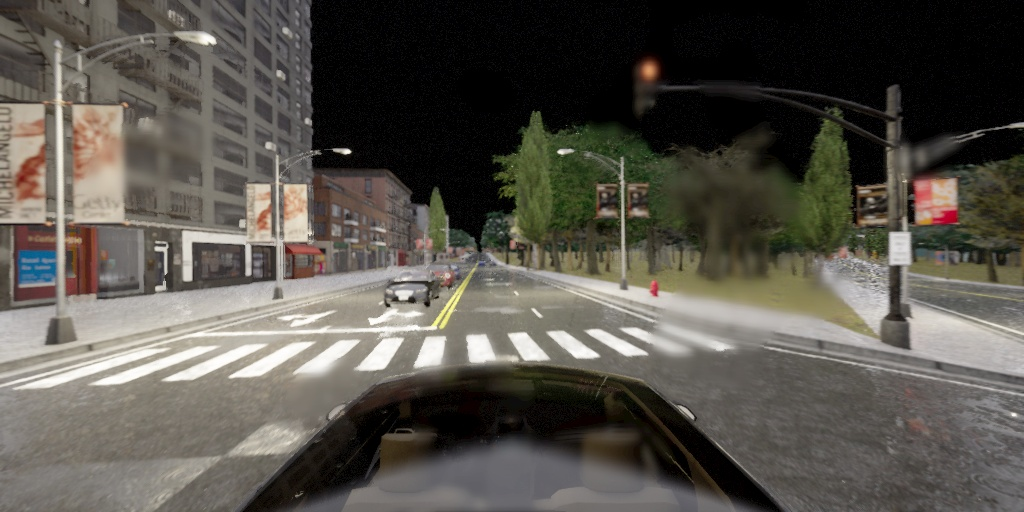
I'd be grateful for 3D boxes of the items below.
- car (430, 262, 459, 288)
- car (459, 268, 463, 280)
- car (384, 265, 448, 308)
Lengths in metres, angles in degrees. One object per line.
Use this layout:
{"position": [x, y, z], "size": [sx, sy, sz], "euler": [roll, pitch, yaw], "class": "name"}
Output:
{"position": [-5.158, 1.305, 25.417], "size": [2.097, 1.767, 4.553], "euler": [-1, 0, -5], "class": "car"}
{"position": [-5.978, 1.574, 35.355], "size": [1.812, 1.442, 4.674], "euler": [-1, -1, -5], "class": "car"}
{"position": [-4.347, 1.366, 16.249], "size": [2.128, 1.511, 4.902], "euler": [-1, 0, -4], "class": "car"}
